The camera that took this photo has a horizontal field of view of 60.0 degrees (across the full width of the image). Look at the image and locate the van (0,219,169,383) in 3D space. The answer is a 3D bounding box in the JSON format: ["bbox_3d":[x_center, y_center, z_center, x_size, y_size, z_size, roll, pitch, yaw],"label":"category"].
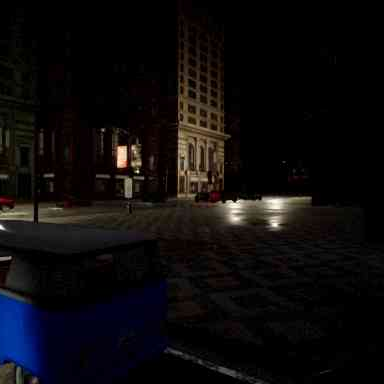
[{"bbox_3d":[-2.205,1.341,4.626,3.998,1.788,1.690,0,0,35],"label":"van"}]

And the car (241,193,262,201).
[{"bbox_3d":[10.910,0.856,59.251,1.994,1.385,4.181,0,1,35],"label":"car"}]

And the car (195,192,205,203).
[{"bbox_3d":[2.441,0.754,52.803,2.097,1.767,4.553,0,1,36],"label":"car"}]

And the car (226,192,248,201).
[{"bbox_3d":[8.254,0.752,61.126,1.882,1.535,5.008,0,1,35],"label":"car"}]

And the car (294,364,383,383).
[{"bbox_3d":[2.407,1.582,1.365,4.206,1.307,1.802,0,0,35],"label":"car"}]

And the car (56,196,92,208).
[{"bbox_3d":[-14.321,1.177,40.596,1.994,1.385,4.181,0,1,35],"label":"car"}]

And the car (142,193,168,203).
[{"bbox_3d":[-5.861,0.935,52.533,1.837,1.490,4.892,0,1,35],"label":"car"}]

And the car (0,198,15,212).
[{"bbox_3d":[-20.079,1.218,32.443,1.882,1.535,5.008,0,1,35],"label":"car"}]

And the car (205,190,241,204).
[{"bbox_3d":[4.814,0.647,50.538,2.150,2.045,5.566,0,1,36],"label":"car"}]
